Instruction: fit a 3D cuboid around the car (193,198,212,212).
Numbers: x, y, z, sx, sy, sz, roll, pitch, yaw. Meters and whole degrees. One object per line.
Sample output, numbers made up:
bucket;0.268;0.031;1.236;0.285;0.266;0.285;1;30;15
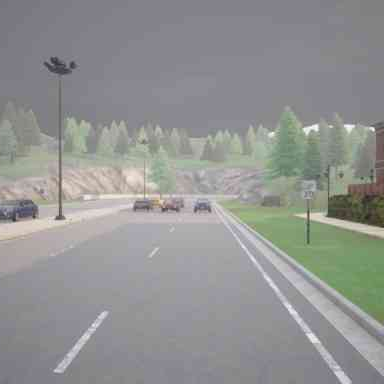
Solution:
car;1.219;1.526;38.254;1.812;1.442;4.674;0;0;2

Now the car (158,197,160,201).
car;-5.480;1.477;50.236;1.882;1.535;5.008;0;0;2

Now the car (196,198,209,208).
car;1.565;1.601;49.628;1.895;1.301;4.718;0;0;2

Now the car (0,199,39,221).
car;-14.325;1.352;26.791;2.097;1.767;4.553;0;0;2

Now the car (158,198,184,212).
car;-2.327;1.601;37.922;1.895;1.301;4.718;0;0;2

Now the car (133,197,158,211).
car;-5.759;1.491;39.947;2.128;1.511;4.902;0;0;2
